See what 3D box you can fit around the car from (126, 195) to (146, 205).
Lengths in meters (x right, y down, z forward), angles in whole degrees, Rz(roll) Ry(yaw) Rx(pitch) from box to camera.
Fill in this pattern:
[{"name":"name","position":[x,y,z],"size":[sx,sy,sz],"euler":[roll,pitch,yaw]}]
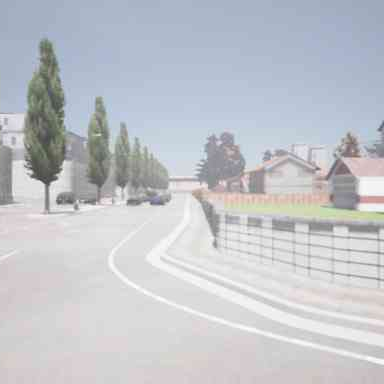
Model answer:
[{"name":"car","position":[-8.813,1.265,51.078],"size":[2.128,1.511,4.902],"euler":[0,0,0]}]

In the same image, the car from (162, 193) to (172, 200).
[{"name":"car","position":[-5.737,0.959,75.926],"size":[1.994,1.385,4.181],"euler":[0,0,-1]}]

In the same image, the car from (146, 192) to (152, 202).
[{"name":"car","position":[-9.004,1.278,63.285],"size":[1.994,1.385,4.181],"euler":[0,0,0]}]

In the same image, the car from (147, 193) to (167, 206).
[{"name":"car","position":[-5.312,1.326,51.123],"size":[1.994,1.385,4.181],"euler":[0,0,0]}]

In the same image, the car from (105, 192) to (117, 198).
[{"name":"car","position":[-17.160,0.761,70.341],"size":[1.882,1.535,5.008],"euler":[0,0,-1]}]

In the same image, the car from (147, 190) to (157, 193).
[{"name":"car","position":[-9.239,0.643,75.904],"size":[2.150,2.045,5.566],"euler":[0,0,-1]}]

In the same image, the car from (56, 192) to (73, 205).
[{"name":"car","position":[-20.584,0.990,54.194],"size":[2.150,2.045,5.566],"euler":[0,2,-14]}]

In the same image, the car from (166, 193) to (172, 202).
[{"name":"car","position":[-5.518,1.242,64.674],"size":[2.033,1.411,5.357],"euler":[0,0,0]}]

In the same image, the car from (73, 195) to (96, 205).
[{"name":"car","position":[-16.985,1.267,53.919],"size":[2.128,1.511,4.902],"euler":[0,1,0]}]
